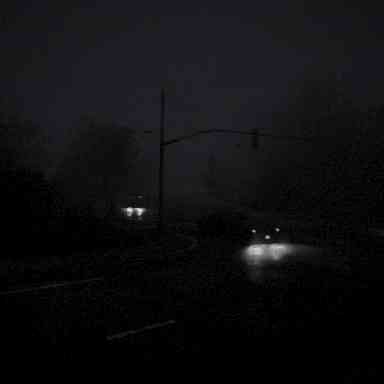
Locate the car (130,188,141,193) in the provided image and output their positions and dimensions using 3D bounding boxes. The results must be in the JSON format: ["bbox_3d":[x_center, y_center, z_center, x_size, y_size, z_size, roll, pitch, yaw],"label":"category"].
[{"bbox_3d":[-11.429,-0.063,67.077,2.033,1.411,5.357,1,3,-4],"label":"car"}]

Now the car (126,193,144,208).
[{"bbox_3d":[-7.261,1.237,41.807,1.994,1.385,4.181,1,2,-15],"label":"car"}]

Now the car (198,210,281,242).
[{"bbox_3d":[2.229,1.679,17.458,2.033,1.411,5.357,1,-1,-27],"label":"car"}]
